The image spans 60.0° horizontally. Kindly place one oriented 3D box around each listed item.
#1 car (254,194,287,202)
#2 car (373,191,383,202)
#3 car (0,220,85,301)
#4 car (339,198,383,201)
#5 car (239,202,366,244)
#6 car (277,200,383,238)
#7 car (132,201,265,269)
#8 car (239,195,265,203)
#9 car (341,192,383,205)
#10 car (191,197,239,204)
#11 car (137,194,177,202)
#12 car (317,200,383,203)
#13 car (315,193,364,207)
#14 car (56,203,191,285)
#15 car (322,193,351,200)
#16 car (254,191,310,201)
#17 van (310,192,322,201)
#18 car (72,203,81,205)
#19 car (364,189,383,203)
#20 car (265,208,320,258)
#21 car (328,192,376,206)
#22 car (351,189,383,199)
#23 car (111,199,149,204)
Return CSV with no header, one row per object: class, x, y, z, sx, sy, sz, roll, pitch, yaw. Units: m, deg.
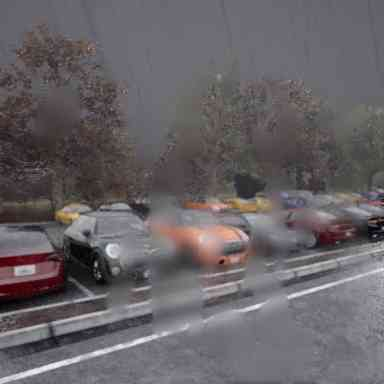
car,6.059,1.230,31.978,1.946,1.575,5.366,-2,1,-35
car,28.979,0.631,47.788,2.002,1.452,4.674,-2,1,-35
car,-4.584,1.570,8.380,2.163,1.488,4.792,0,0,-35
car,11.418,1.341,19.535,2.002,1.452,4.674,-2,1,-35
car,4.568,1.453,14.739,2.097,1.535,5.008,-1,1,-35
car,6.853,1.410,16.339,2.097,1.535,5.008,-1,1,-35
car,-0.024,1.388,11.573,2.185,1.767,4.553,-1,0,-35
car,3.786,1.299,30.155,2.097,1.535,5.008,-1,1,-35
car,22.118,0.817,43.020,2.163,1.488,4.792,-2,1,-35
car,1.481,1.232,28.588,2.185,1.767,4.553,-1,1,-35
car,-3.091,1.199,25.386,2.435,2.045,5.566,-1,1,-35
car,9.151,1.389,17.917,2.163,1.488,4.792,-1,1,-35
car,17.570,0.916,39.810,2.097,1.535,5.008,-2,1,-35
car,-2.302,1.406,9.979,2.185,1.767,4.553,0,0,-35
car,15.290,1.021,38.212,2.002,1.452,4.674,-2,1,-35
car,8.458,0.919,33.396,2.435,2.045,5.566,-2,1,-35
van,10.791,0.881,34.920,1.878,1.987,4.442,-2,1,-35
car,-7.537,1.506,22.015,1.946,1.575,5.366,0,0,-35
car,26.714,0.532,46.162,2.185,1.767,4.553,-2,1,-35
car,2.278,1.528,13.148,2.002,1.452,4.674,-1,1,-35
car,19.851,0.853,41.407,2.231,1.521,4.892,-2,1,-35
car,13.675,0.987,21.151,2.435,2.045,5.566,-2,1,-35
car,-5.361,1.484,23.771,2.097,1.535,5.008,-1,0,-35
